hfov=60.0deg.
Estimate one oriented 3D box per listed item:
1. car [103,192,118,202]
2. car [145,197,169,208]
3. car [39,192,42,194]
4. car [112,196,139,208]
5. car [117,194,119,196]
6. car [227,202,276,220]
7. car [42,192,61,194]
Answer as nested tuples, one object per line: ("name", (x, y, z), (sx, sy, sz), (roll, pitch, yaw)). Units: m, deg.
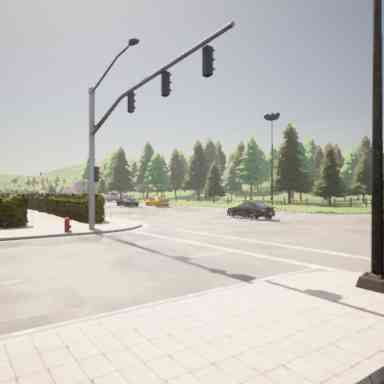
("car", (-18.098, 1.064, 73.889), (2.150, 2.045, 5.566), (0, 0, -35))
("car", (-5.245, 1.483, 49.186), (1.882, 1.535, 5.008), (0, 0, -34))
("car", (-29.635, 1.061, 65.959), (2.150, 2.045, 5.566), (0, 0, -35))
("car", (-9.666, 1.605, 49.441), (1.895, 1.301, 4.718), (0, 0, -35))
("car", (-12.651, 1.511, 65.964), (1.837, 1.490, 4.892), (0, 0, -35))
("car", (4.923, 1.530, 27.916), (1.812, 1.442, 4.674), (0, 0, -32))
("car", (-23.969, 1.225, 57.715), (2.150, 2.045, 5.566), (0, 0, -35))
